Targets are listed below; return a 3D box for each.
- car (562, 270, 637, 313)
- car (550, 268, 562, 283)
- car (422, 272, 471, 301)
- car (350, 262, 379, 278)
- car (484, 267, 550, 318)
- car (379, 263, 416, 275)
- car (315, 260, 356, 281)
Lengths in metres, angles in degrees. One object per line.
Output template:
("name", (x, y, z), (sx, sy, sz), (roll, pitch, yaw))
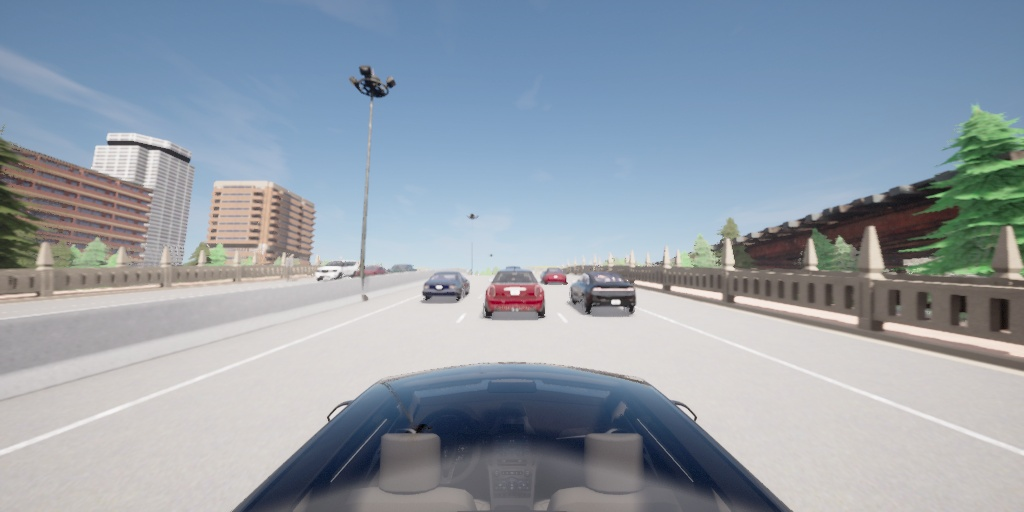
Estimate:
("car", (3.602, 1.421, 14.854), (2.128, 1.511, 4.902), (0, -1, 0))
("car", (3.605, 1.720, 31.544), (1.994, 1.385, 4.181), (0, -1, 0))
("car", (-3.398, 1.536, 19.250), (2.033, 1.411, 5.357), (0, -1, 0))
("car", (-14.087, 1.699, 36.328), (1.882, 1.535, 5.008), (0, -1, 0))
("car", (0.102, 1.270, 14.055), (2.097, 1.767, 4.553), (0, -1, 0))
("car", (-10.589, 1.544, 34.193), (2.097, 1.767, 4.553), (0, -1, 0))
("car", (-17.589, 1.445, 36.444), (2.150, 2.045, 5.566), (0, -1, 1))
